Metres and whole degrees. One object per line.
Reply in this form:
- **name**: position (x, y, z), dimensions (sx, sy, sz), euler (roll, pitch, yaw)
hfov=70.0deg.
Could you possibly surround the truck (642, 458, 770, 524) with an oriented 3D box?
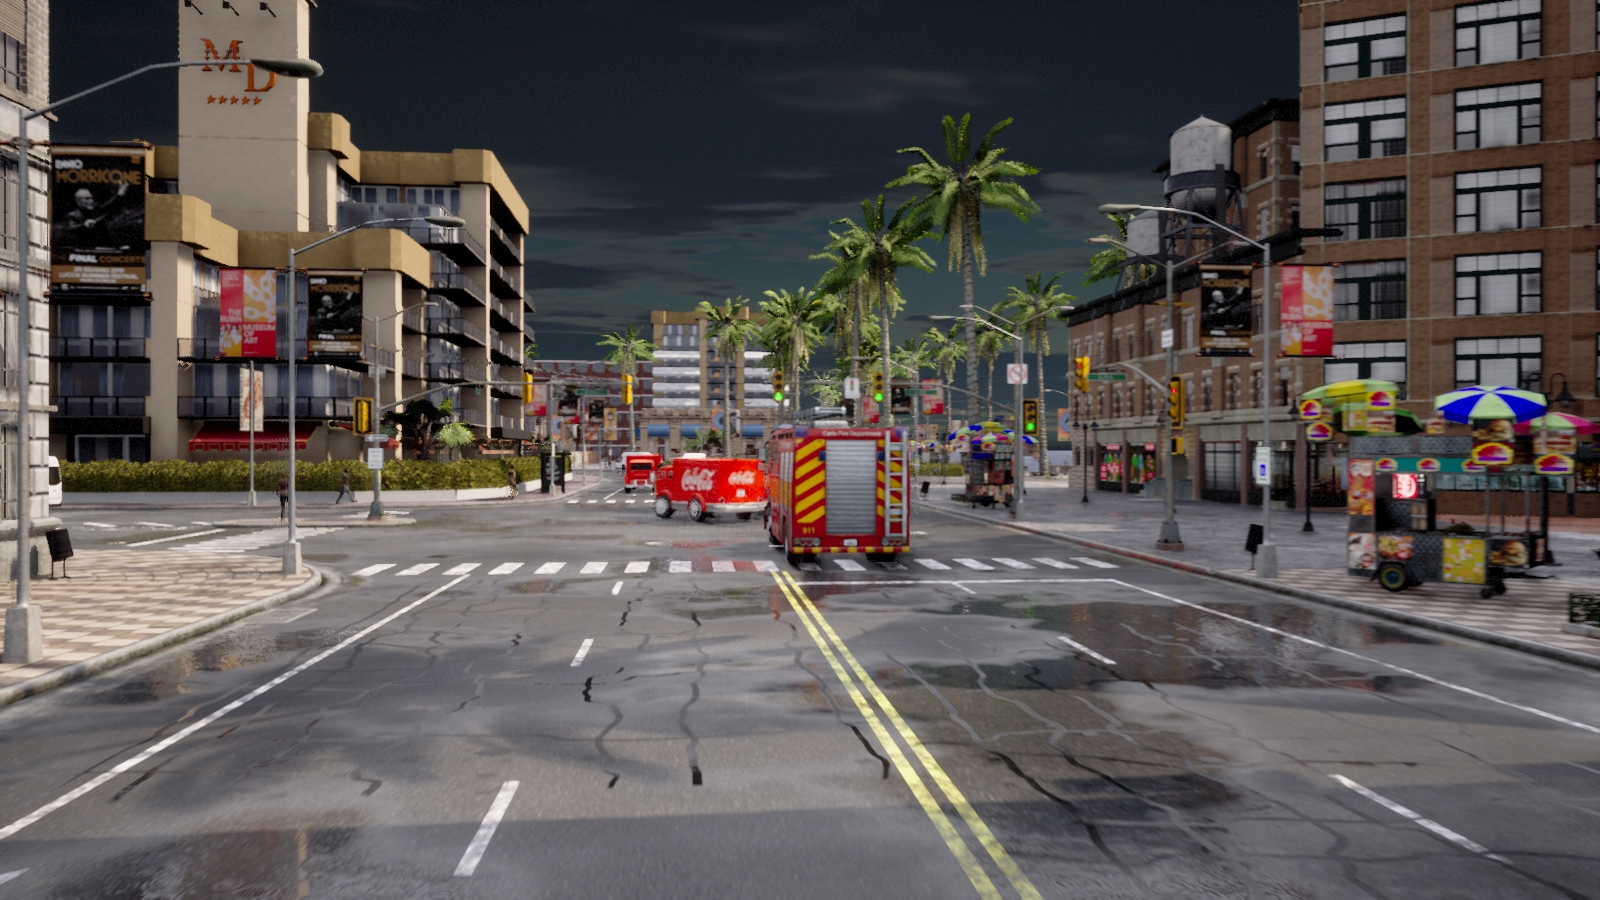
- **truck**: position (-3.842, 1.568, 45.843), dimensions (2.627, 2.467, 5.204), euler (1, -1, -39)

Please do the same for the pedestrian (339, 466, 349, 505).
- **pedestrian**: position (-22.099, 1.703, 55.386), dimensions (0.375, 1.860, 0.375), euler (0, 0, -9)

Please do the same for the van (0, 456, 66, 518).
- **van**: position (-34.941, 1.544, 48.653), dimensions (5.915, 2.561, 1.988), euler (0, 0, -6)

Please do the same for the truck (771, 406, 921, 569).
- **truck**: position (0.983, 0.888, 31.294), dimensions (2.891, 3.827, 8.468), euler (0, 0, -6)

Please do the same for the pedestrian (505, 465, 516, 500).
- **pedestrian**: position (-15.160, 1.702, 59.827), dimensions (0.375, 1.860, 0.375), euler (0, 0, 24)

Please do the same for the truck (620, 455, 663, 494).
- **truck**: position (-10.523, 1.569, 76.367), dimensions (2.627, 2.467, 5.204), euler (0, 0, -5)

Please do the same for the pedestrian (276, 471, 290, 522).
- **pedestrian**: position (-18.912, 1.709, 41.826), dimensions (0.375, 1.860, 0.375), euler (0, 0, -6)

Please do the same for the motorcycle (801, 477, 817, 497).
- **motorcycle**: position (0.546, 2.213, 69.106), dimensions (0.803, 1.145, 2.033), euler (0, 0, -5)
